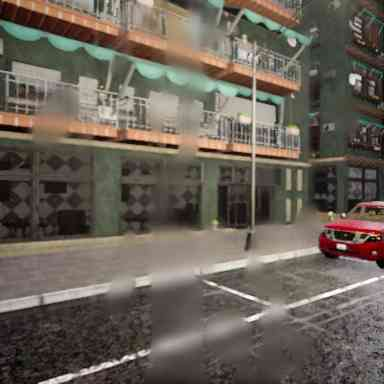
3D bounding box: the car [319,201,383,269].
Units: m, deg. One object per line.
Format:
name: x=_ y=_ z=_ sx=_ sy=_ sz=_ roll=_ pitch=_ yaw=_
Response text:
car: x=6.369 y=1.249 z=11.057 sx=5.009 sy=1.841 sz=2.192 roll=0 pitch=1 yaw=-35
